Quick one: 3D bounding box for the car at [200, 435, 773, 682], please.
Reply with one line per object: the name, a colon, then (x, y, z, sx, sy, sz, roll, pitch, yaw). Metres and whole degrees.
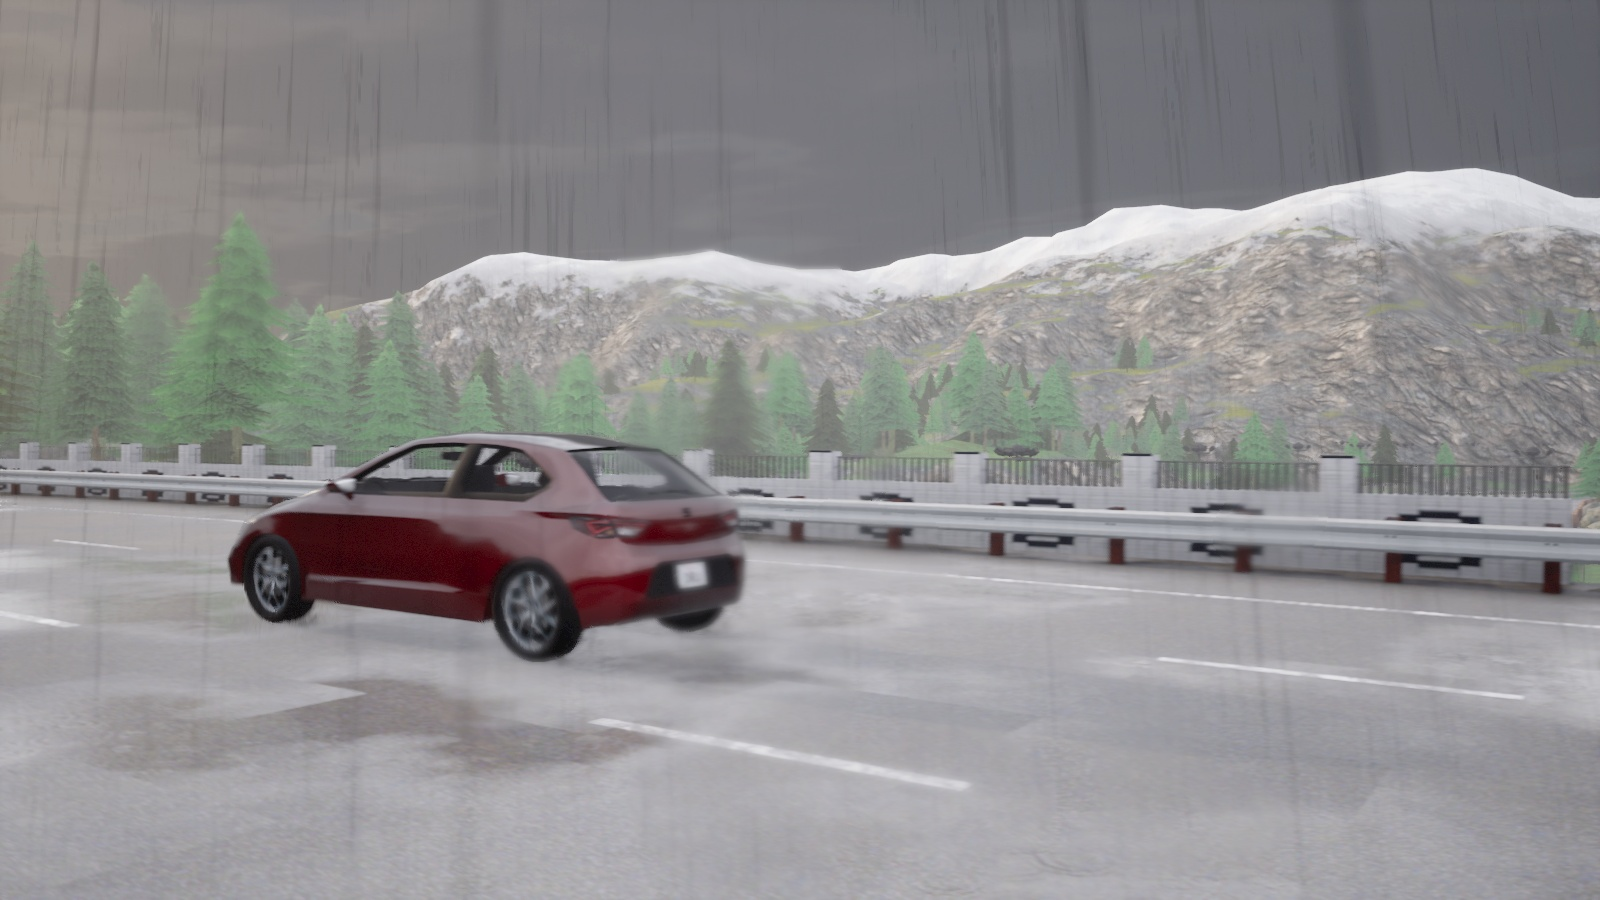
car: (-2.452, 0.641, 9.454, 4.193, 1.474, 1.816, 0, 1, 34)
